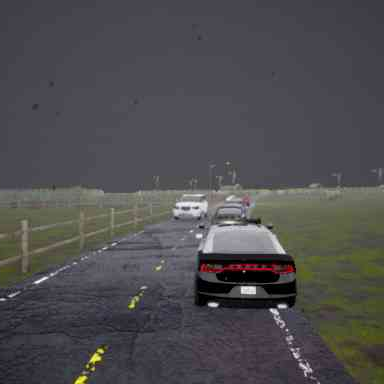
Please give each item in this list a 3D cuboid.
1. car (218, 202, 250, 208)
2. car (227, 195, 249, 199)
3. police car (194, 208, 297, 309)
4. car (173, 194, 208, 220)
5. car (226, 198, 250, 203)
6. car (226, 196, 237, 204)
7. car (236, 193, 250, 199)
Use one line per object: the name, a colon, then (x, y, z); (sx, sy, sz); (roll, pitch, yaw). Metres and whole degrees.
car: (2.050, 1.494, 17.784); (1.837, 1.490, 4.892); (0, 0, 8)
car: (5.658, 1.438, 41.184); (1.882, 1.535, 5.008); (0, 0, 12)
police car: (1.098, 1.423, 8.093); (1.930, 1.638, 5.238); (0, 0, 4)
car: (0.012, 1.200, 27.687); (2.150, 2.045, 5.566); (0, 0, 11)
car: (2.947, 1.460, 23.625); (1.882, 1.535, 5.008); (0, 0, 10)
car: (7.587, 1.455, 63.904); (1.812, 1.442, 4.674); (0, 0, 12)
car: (7.755, 1.168, 51.290); (2.150, 2.045, 5.566); (0, 0, 12)
